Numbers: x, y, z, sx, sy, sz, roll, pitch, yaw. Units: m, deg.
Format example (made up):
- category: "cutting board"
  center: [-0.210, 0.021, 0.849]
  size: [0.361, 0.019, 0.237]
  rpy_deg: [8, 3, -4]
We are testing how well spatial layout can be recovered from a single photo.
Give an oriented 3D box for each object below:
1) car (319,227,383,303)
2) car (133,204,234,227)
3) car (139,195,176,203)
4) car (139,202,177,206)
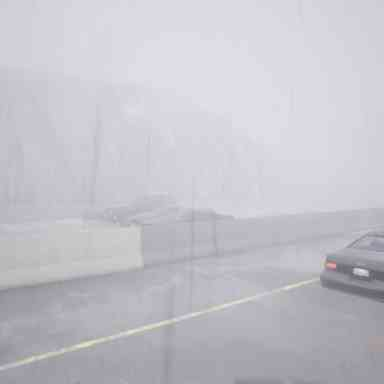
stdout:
- category: "car"
  center: [5.097, 1.520, 7.704]
  size: [5.357, 1.411, 2.033]
  rpy_deg: [0, 0, -38]
- category: "car"
  center: [-0.101, 1.534, 17.214]
  size: [5.357, 1.411, 2.033]
  rpy_deg: [0, 0, -39]
- category: "car"
  center: [-3.488, 1.217, 23.469]
  size: [5.566, 2.045, 2.150]
  rpy_deg: [0, 0, -39]
- category: "car"
  center: [-1.347, 1.536, 20.697]
  size: [5.357, 1.411, 2.033]
  rpy_deg: [0, 0, -39]
